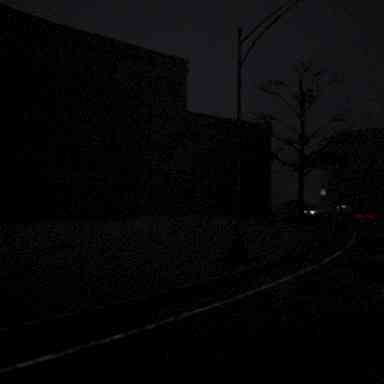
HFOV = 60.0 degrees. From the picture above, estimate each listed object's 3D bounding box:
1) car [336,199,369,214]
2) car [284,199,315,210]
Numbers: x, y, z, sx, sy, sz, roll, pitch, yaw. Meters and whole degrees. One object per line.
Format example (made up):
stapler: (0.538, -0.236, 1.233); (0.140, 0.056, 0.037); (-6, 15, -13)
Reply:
car: (17.965, 1.573, 37.460); (2.128, 1.511, 4.902); (1, 0, -1)
car: (13.912, 1.574, 43.433); (2.033, 1.411, 5.357); (1, 0, -10)
